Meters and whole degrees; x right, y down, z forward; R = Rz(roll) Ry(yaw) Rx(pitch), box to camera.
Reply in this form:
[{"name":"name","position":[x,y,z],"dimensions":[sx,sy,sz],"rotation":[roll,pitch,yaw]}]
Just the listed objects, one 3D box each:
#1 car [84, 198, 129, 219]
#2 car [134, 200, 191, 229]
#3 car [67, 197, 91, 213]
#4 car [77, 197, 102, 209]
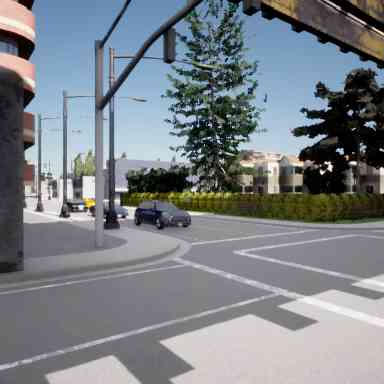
[{"name":"car","position":[-7.462,1.547,29.435],"dimensions":[2.033,1.411,5.357],"rotation":[0,0,-35]},{"name":"car","position":[-1.988,1.352,21.656],"dimensions":[2.097,1.767,4.553],"rotation":[0,0,-35]},{"name":"car","position":[-13.318,1.492,37.788],"dimensions":[2.128,1.511,4.902],"rotation":[0,0,-35]},{"name":"car","position":[-14.086,1.478,45.302],"dimensions":[1.882,1.535,5.008],"rotation":[0,0,-34]}]
